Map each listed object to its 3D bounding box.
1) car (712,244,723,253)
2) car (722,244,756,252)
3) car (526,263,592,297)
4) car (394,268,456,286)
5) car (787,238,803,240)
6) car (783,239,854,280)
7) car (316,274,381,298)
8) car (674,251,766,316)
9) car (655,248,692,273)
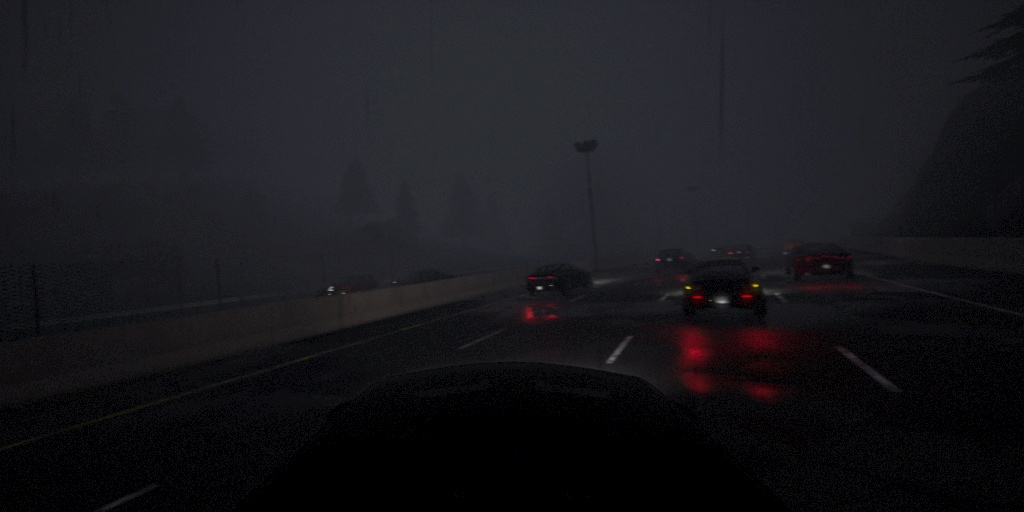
[{"bbox_3d":[25.925,-0.727,44.035,1.812,1.442,4.674,-5,0,42],"label":"car"},{"bbox_3d":[21.675,-0.394,33.706,2.033,1.411,5.357,-5,0,39],"label":"car"},{"bbox_3d":[2.486,1.110,18.069,2.128,1.511,4.902,-5,0,32],"label":"car"},{"bbox_3d":[-5.895,1.857,24.788,2.128,1.511,4.902,-5,0,32],"label":"car"},{"bbox_3d":[31.559,-1.276,39.913,1.882,1.535,5.008,-6,0,43],"label":"car"},{"bbox_3d":[13.474,0.147,16.002,1.882,1.535,5.008,-5,0,32],"label":"car"},{"bbox_3d":[-12.464,2.290,27.414,2.097,1.767,4.553,-5,0,31],"label":"car"},{"bbox_3d":[6.159,0.792,10.549,1.812,1.442,4.674,-5,0,31],"label":"car"},{"bbox_3d":[12.068,0.193,26.496,2.097,1.767,4.553,-5,0,35],"label":"car"}]
